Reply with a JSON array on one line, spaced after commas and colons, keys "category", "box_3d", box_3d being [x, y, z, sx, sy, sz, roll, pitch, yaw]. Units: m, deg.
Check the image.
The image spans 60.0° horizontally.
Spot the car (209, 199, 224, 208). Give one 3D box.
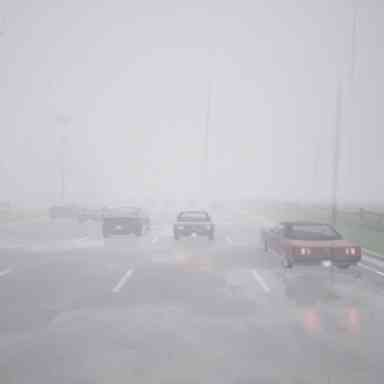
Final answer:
[{"category": "car", "box_3d": [3.422, 1.677, 47.828, 1.895, 1.301, 4.718, 0, 0, 0]}]

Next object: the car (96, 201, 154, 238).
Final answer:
[{"category": "car", "box_3d": [-3.422, 1.506, 17.991, 1.882, 1.535, 5.008, 0, 0, 0]}]

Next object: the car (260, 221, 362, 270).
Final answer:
[{"category": "car", "box_3d": [3.598, 1.619, 11.096, 1.895, 1.301, 4.718, 0, 0, 0]}]

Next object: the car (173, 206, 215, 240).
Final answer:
[{"category": "car", "box_3d": [0.084, 1.628, 17.208, 1.895, 1.301, 4.718, 0, 0, 0]}]

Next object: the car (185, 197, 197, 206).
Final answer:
[{"category": "car", "box_3d": [-0.118, 1.614, 55.711, 1.812, 1.442, 4.674, 0, 0, 0]}]

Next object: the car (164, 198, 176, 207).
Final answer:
[{"category": "car", "box_3d": [-3.619, 1.634, 54.406, 2.033, 1.411, 5.357, 0, 0, 0]}]

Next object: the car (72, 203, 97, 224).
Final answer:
[{"category": "car", "box_3d": [-6.944, 1.640, 24.758, 1.895, 1.301, 4.718, 0, 0, 0]}]

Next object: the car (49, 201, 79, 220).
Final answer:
[{"category": "car", "box_3d": [-10.469, 1.522, 28.431, 1.882, 1.535, 5.008, 0, 0, 0]}]

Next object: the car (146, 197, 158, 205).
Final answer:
[{"category": "car", "box_3d": [-7.143, 1.601, 60.072, 1.837, 1.490, 4.892, 0, 0, 0]}]

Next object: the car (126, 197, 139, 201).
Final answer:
[{"category": "car", "box_3d": [-10.639, 1.586, 59.503, 2.128, 1.511, 4.902, 0, 0, 0]}]
